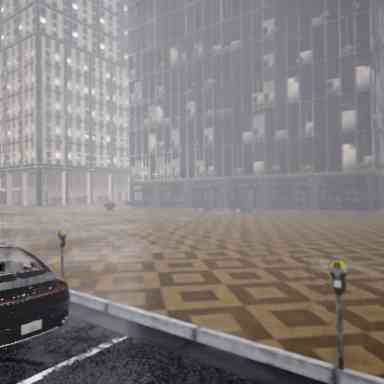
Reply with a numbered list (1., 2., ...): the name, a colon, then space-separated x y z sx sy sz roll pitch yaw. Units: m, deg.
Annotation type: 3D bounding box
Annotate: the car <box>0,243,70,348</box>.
1. car: -3.881 1.541 5.659 4.403 1.369 2.008 0 -1 36
